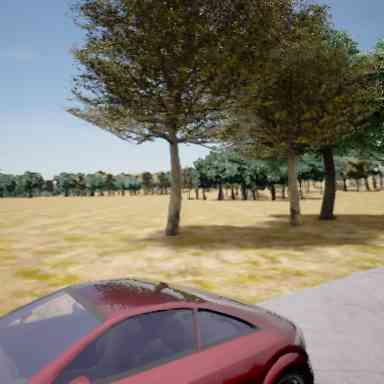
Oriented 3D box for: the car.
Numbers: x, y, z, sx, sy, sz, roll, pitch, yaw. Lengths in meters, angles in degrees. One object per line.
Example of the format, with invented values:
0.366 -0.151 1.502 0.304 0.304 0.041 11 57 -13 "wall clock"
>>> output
-0.838 1.565 2.866 4.181 1.385 1.994 0 -1 -36 "car"
